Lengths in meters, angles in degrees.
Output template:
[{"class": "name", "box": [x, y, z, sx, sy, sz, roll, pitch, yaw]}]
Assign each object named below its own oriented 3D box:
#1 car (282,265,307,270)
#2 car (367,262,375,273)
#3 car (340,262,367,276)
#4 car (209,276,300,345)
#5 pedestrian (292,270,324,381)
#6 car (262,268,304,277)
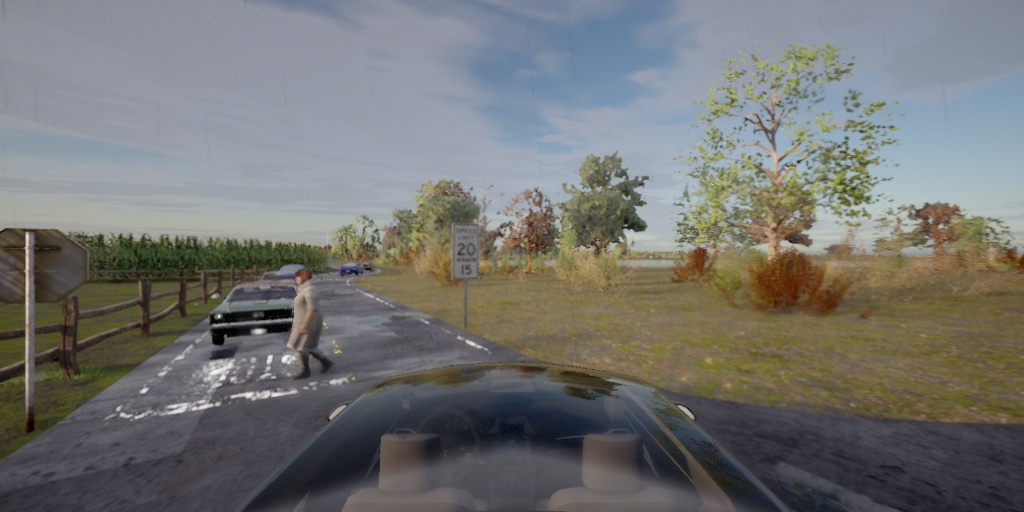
[{"class": "car", "box": [-17.102, 1.443, 28.007, 1.882, 1.535, 5.008, 0, -1, -25]}, {"class": "car", "box": [-21.251, 1.659, 52.469, 1.837, 1.490, 4.892, 0, 0, -15]}, {"class": "car", "box": [-18.924, 1.556, 42.564, 1.882, 1.535, 5.008, 0, 0, -13]}, {"class": "car", "box": [-6.905, 1.424, 10.048, 1.895, 1.301, 4.718, 0, 0, -31]}, {"class": "pedestrian", "box": [-3.420, 1.081, 5.999, 0.375, 1.860, 0.375, -1, 1, -32]}, {"class": "car", "box": [-12.142, 1.495, 18.776, 1.895, 1.301, 4.718, 0, 0, -30]}]
